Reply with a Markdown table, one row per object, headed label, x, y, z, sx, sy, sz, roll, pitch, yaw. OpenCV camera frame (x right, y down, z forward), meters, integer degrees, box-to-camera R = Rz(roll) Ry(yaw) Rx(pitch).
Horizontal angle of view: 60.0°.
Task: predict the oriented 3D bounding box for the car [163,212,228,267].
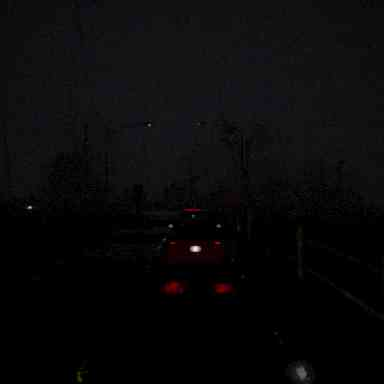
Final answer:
| label | x | y | z | sx | sy | sz | roll | pitch | yaw |
| --- | --- | --- | --- | --- | --- | --- | --- | --- | --- |
| car | 0.098 | 1.599 | 11.498 | 1.994 | 1.385 | 4.181 | 0 | 0 | 0 |

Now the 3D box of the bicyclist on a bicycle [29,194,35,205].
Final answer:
| label | x | y | z | sx | sy | sz | roll | pitch | yaw |
| --- | --- | --- | --- | --- | --- | --- | --- | --- | --- |
| bicyclist on a bicycle | -22.600 | 1.114 | 46.963 | 0.582 | 1.620 | 1.656 | 1 | 0 | 0 |

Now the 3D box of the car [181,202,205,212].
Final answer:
| label | x | y | z | sx | sy | sz | roll | pitch | yaw |
| --- | --- | --- | --- | --- | --- | --- | --- | --- | --- |
| car | 0.095 | 1.581 | 27.488 | 2.128 | 1.511 | 4.902 | 0 | 0 | 0 |
